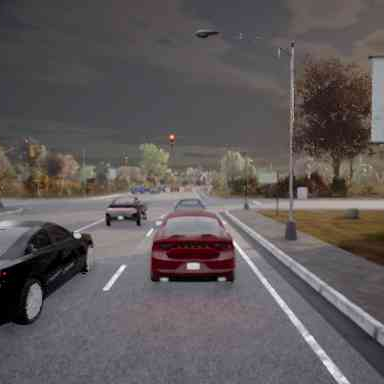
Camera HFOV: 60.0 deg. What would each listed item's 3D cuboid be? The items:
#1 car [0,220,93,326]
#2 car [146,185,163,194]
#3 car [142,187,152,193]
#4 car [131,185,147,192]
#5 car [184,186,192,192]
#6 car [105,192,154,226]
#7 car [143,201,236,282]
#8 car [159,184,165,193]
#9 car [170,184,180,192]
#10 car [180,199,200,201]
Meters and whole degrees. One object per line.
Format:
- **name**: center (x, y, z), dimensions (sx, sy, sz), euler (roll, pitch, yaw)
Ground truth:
- **car**: center (-3.477, 1.303, 6.729), dimensions (1.882, 1.535, 5.008), euler (0, 1, -1)
- **car**: center (-7.791, -0.204, 69.235), dimensions (1.994, 1.385, 4.181), euler (0, 1, -1)
- **car**: center (-11.466, -0.554, 84.737), dimensions (1.895, 1.301, 4.718), euler (0, 1, -1)
- **car**: center (-11.290, -0.530, 69.165), dimensions (2.150, 2.045, 5.566), euler (0, 1, -1)
- **car**: center (-0.990, -0.860, 87.149), dimensions (2.097, 1.767, 4.553), euler (0, 1, 0)
- **car**: center (-3.609, 1.007, 18.967), dimensions (2.128, 1.511, 4.902), euler (0, 1, -1)
- **car**: center (-0.002, 1.245, 9.022), dimensions (1.882, 1.535, 5.008), euler (0, 2, -1)
- **car**: center (-7.966, -0.924, 84.759), dimensions (2.150, 2.045, 5.566), euler (0, 1, -1)
- **car**: center (-4.486, -0.981, 86.750), dimensions (2.150, 2.045, 5.566), euler (0, 1, 0)
- **car**: center (-0.114, 1.080, 18.977), dimensions (1.994, 1.385, 4.181), euler (0, 1, -1)
